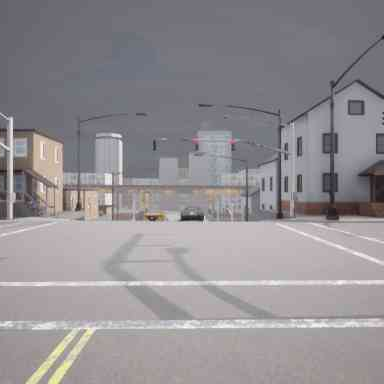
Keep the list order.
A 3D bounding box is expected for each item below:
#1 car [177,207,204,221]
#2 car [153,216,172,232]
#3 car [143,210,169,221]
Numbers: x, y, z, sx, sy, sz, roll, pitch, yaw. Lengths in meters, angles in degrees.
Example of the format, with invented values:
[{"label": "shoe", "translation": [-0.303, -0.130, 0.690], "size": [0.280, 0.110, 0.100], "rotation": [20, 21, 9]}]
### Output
[{"label": "car", "translation": [0.012, 2.049, 29.624], "size": [1.994, 1.385, 4.181], "rotation": [0, -8, 1]}, {"label": "car", "translation": [-3.776, 4.235, 43.667], "size": [2.128, 1.511, 4.902], "rotation": [0, -13, -1]}, {"label": "car", "translation": [-3.670, 2.536, 33.444], "size": [1.882, 1.535, 5.008], "rotation": [0, -9, 1]}]
